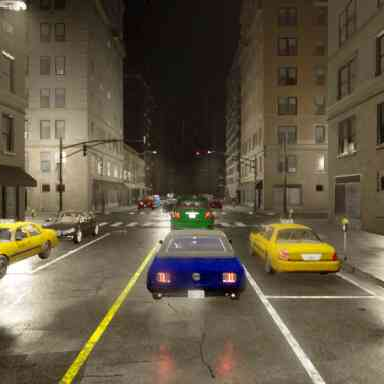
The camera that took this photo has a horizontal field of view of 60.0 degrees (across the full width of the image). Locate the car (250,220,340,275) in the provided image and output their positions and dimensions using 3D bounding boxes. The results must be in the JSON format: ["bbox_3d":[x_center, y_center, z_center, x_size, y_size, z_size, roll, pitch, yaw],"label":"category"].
[{"bbox_3d":[2.867,1.526,10.297,1.752,1.417,4.829,0,0,0],"label":"car"}]

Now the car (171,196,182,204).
[{"bbox_3d":[-2.986,1.502,63.706,1.882,1.535,5.008,0,0,1],"label":"car"}]

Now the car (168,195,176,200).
[{"bbox_3d":[-5.577,1.592,91.947,2.008,1.369,4.403,0,0,0],"label":"car"}]

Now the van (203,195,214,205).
[{"bbox_3d":[2.915,1.363,58.930,1.690,1.788,3.998,0,0,0],"label":"van"}]

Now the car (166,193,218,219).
[{"bbox_3d":[0.018,1.224,18.125,2.150,2.045,5.566,0,0,0],"label":"car"}]

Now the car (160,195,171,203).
[{"bbox_3d":[-5.599,1.468,69.942,1.967,1.590,4.097,0,0,0],"label":"car"}]

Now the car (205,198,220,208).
[{"bbox_3d":[2.904,1.582,47.927,1.947,1.339,4.313,0,0,0],"label":"car"}]

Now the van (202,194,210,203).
[{"bbox_3d":[2.926,1.369,69.933,1.690,1.788,3.998,0,0,0],"label":"van"}]

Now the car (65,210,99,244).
[{"bbox_3d":[-5.653,1.552,15.661,2.008,1.369,4.403,0,0,0],"label":"car"}]

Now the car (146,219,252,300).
[{"bbox_3d":[0.091,1.601,8.358,1.895,1.301,4.718,0,0,0],"label":"car"}]

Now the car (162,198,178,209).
[{"bbox_3d":[-3.050,1.617,47.380,1.895,1.301,4.718,0,0,0],"label":"car"}]

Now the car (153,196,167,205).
[{"bbox_3d":[-5.611,1.462,58.939,1.967,1.590,4.097,0,0,0],"label":"car"}]

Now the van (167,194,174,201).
[{"bbox_3d":[-5.583,1.378,86.447,1.690,1.788,3.998,0,0,0],"label":"van"}]

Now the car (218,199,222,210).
[{"bbox_3d":[2.899,1.558,42.426,1.887,1.381,4.507,0,0,0],"label":"car"}]

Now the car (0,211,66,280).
[{"bbox_3d":[-5.659,1.526,9.966,1.752,1.417,4.829,0,0,0],"label":"car"}]

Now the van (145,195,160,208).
[{"bbox_3d":[-5.622,1.357,47.936,1.690,1.788,3.998,0,0,0],"label":"van"}]

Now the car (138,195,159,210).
[{"bbox_3d":[-5.627,1.328,42.435,2.192,1.841,5.009,0,0,0],"label":"car"}]

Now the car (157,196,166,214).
[{"bbox_3d":[-1.407,1.489,32.680,2.128,1.511,4.902,-1,0,-24],"label":"car"}]
